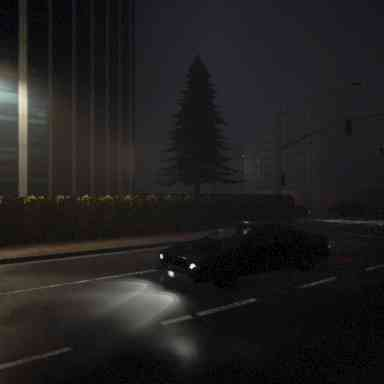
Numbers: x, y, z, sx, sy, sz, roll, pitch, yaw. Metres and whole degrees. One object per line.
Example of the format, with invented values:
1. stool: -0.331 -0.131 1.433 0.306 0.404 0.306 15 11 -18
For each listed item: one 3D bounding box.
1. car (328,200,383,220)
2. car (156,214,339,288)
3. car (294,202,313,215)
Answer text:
1. car: 14.128 1.477 28.307 1.882 1.535 5.008 0 0 -35
2. car: 1.700 1.547 9.385 5.357 1.411 2.033 0 0 -34
3. car: 8.555 1.491 30.148 2.128 1.511 4.902 0 0 -35
